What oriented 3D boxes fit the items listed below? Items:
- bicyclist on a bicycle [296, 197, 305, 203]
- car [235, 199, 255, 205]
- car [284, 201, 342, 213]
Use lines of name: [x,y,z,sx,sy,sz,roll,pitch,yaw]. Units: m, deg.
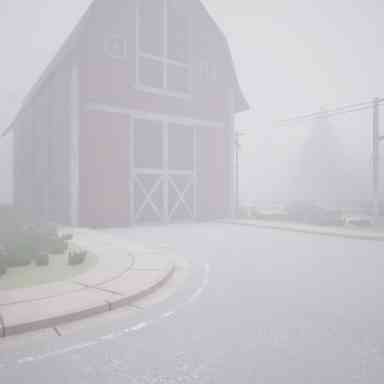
bicyclist on a bicycle: [13.275,1.322,40.233,1.656,1.620,0.582,46,-25,-24]
car: [5.520,1.552,38.492,1.812,1.442,4.674,0,0,-34]
car: [10.951,1.574,30.610,2.033,1.411,5.357,0,0,-35]
